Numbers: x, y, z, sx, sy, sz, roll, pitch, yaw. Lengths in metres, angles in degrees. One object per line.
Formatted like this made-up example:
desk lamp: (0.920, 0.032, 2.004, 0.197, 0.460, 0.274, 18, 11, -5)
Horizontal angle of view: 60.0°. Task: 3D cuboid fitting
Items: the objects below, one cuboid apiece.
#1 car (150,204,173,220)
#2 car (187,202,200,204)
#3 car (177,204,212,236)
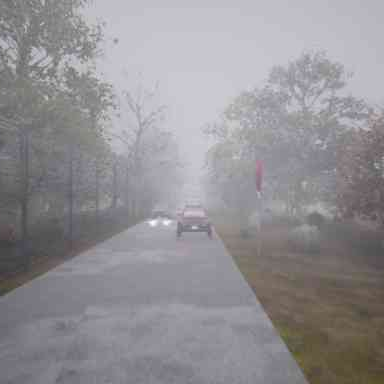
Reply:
car: (-2.781, 1.801, 31.428, 2.033, 1.411, 5.357, 0, -1, 0)
car: (0.195, 1.801, 37.141, 1.882, 1.535, 5.008, 0, -1, 0)
car: (0.120, 1.632, 18.975, 1.812, 1.442, 4.674, 0, -1, 0)
